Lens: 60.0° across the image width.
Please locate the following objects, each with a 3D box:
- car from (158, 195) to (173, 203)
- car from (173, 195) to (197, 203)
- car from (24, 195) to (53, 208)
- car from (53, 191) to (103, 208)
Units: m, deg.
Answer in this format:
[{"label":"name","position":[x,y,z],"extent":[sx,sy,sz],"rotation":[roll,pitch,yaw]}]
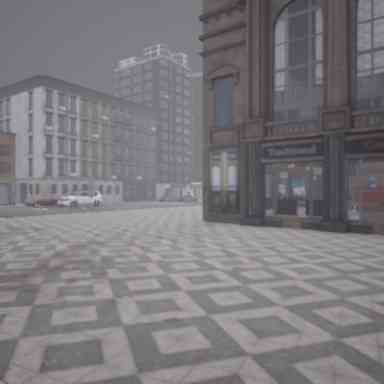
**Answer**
[{"label":"car","position":[-4.112,1.180,59.513],"extent":[1.994,1.385,4.181],"rotation":[0,0,36]},{"label":"car","position":[-0.832,1.180,58.501],"extent":[1.994,1.385,4.181],"rotation":[0,0,35]},{"label":"car","position":[-17.703,1.142,40.430],"extent":[1.882,1.535,5.008],"rotation":[0,0,35]},{"label":"car","position":[-13.558,0.882,40.663],"extent":[2.150,2.045,5.566],"rotation":[0,0,35]}]
